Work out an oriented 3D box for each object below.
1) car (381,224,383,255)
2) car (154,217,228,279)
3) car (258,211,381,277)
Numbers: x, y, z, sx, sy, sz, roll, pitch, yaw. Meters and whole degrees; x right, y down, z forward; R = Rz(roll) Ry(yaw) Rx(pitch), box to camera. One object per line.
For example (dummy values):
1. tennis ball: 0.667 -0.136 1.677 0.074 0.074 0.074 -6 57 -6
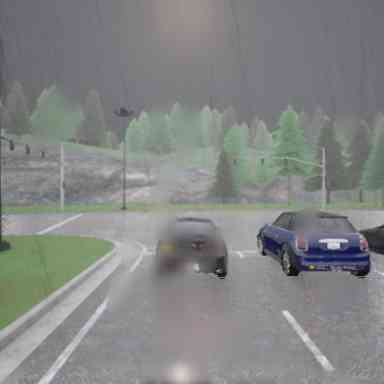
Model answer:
1. car: 6.991 1.535 10.468 1.812 1.442 4.674 0 0 -1
2. car: -0.079 1.514 10.141 1.837 1.490 4.892 0 0 -3
3. car: 3.494 1.361 10.422 2.097 1.767 4.553 0 0 -1
